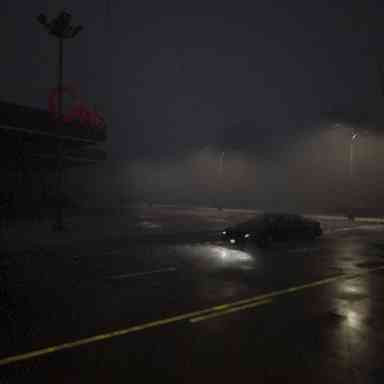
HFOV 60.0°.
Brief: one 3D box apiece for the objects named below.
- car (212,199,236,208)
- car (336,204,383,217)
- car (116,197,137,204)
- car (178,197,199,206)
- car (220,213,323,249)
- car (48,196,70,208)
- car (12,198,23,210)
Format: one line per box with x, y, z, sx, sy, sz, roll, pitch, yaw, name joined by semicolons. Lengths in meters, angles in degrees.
5.320;1.908;55.819;1.837;1.490;4.892;1;0;-36;car
18.452;2.001;36.818;1.895;1.301;4.718;1;0;-30;car
-14.735;1.868;74.658;4.674;1.442;1.812;1;0;-34;car
-0.751;1.880;64.241;1.882;1.535;5.008;1;0;-36;car
3.849;1.679;15.351;5.357;1.411;2.033;1;0;-36;car
-18.797;1.424;46.857;2.242;1.667;4.611;1;0;-35;car
-23.012;1.522;42.878;1.970;1.475;3.806;1;0;-35;car
